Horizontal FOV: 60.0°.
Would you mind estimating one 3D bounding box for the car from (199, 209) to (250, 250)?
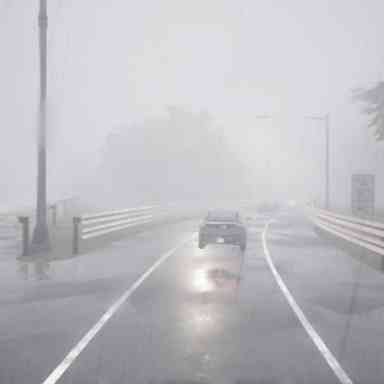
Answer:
[{"bbox_3d":[1.467,1.513,14.509,1.837,1.490,4.892,0,0,10],"label":"car"}]

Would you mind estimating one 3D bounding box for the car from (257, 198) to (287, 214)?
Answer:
[{"bbox_3d":[8.435,1.572,36.003,2.033,1.411,5.357,0,0,26],"label":"car"}]
